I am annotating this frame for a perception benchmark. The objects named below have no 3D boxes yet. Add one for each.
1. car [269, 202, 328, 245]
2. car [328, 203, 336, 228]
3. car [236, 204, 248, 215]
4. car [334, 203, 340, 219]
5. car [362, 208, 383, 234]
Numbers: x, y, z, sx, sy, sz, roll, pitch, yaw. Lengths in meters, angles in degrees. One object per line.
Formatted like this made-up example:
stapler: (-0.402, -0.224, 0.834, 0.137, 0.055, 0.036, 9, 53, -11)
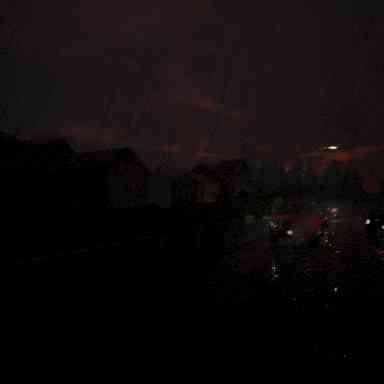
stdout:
car: (5.755, 1.562, 17.897, 2.150, 2.045, 5.566, -2, -2, 26)
car: (10.231, 1.955, 26.916, 1.882, 1.535, 5.008, -2, -2, 26)
car: (4.815, 2.058, 39.588, 3.633, 1.501, 1.845, -2, -2, 23)
car: (14.734, 1.966, 35.968, 2.097, 1.767, 4.553, -2, -2, 27)
car: (12.081, 1.808, 21.199, 1.837, 1.490, 4.892, -2, -2, 26)
